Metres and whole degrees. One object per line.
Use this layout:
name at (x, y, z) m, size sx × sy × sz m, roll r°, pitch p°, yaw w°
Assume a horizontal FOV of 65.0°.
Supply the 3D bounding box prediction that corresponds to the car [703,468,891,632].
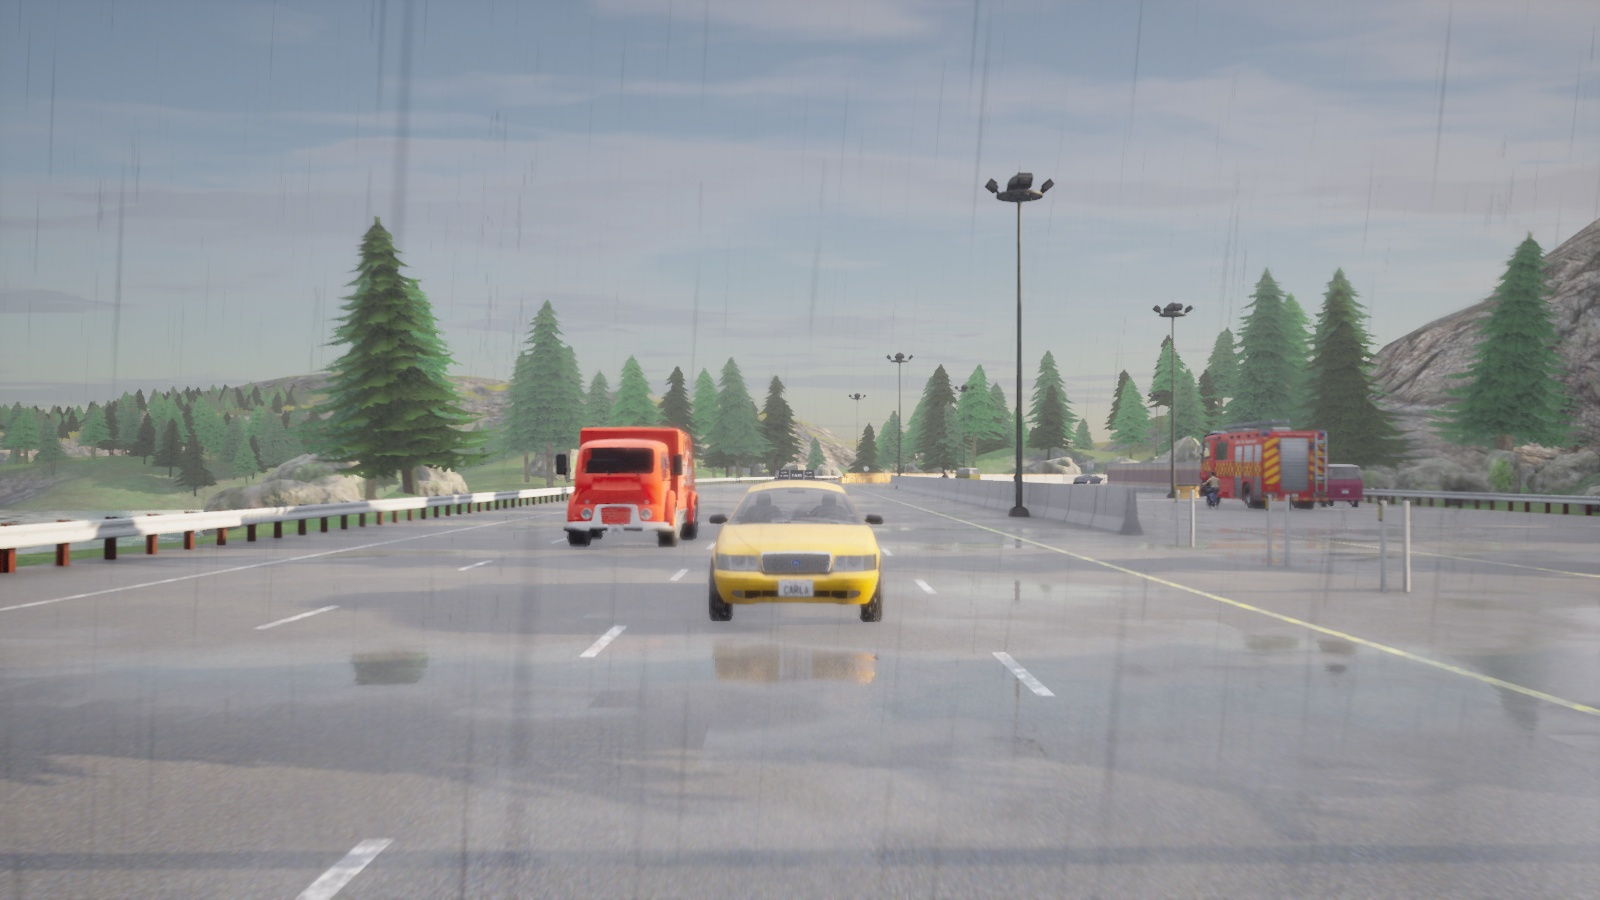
car at (-0.035, 1.000, 14.799) m, size 1.801 × 1.575 × 5.366 m, roll 0°, pitch -1°, yaw 0°

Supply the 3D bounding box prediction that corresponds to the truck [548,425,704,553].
truck at (-3.565, 0.792, 26.859) m, size 2.627 × 2.467 × 5.204 m, roll 0°, pitch -1°, yaw 0°

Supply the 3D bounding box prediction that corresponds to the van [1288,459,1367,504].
van at (24.362, 1.444, 58.193) m, size 1.775 × 1.987 × 4.442 m, roll 0°, pitch -1°, yaw 0°

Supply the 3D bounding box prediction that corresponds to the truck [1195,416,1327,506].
truck at (20.860, 0.528, 57.418) m, size 2.891 × 3.827 × 8.468 m, roll 0°, pitch -1°, yaw 0°
